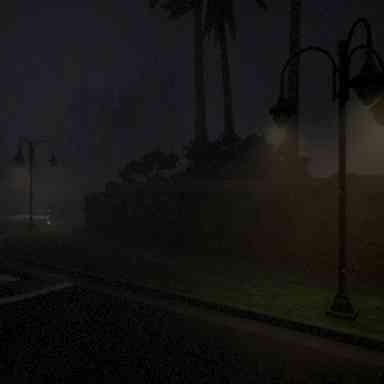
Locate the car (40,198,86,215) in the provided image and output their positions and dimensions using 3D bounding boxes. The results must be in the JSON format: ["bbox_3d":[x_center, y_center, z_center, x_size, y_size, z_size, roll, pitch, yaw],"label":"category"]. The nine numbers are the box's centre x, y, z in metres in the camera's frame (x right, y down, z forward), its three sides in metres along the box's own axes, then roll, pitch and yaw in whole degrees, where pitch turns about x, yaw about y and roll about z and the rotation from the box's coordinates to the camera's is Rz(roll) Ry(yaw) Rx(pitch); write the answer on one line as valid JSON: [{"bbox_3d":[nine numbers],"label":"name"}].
[{"bbox_3d":[-11.803,1.325,31.305,1.837,1.490,4.892,0,0,36],"label":"car"}]
